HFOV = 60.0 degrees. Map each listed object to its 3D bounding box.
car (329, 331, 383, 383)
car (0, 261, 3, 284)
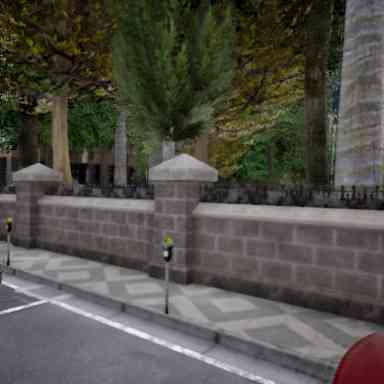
[{"bbox_3d":[2.910,1.349,0.849,5.009,1.841,2.192,1,1,36],"label":"car"},{"bbox_3d":[-6.018,1.369,7.419,4.829,1.417,1.752,1,1,36],"label":"car"}]
